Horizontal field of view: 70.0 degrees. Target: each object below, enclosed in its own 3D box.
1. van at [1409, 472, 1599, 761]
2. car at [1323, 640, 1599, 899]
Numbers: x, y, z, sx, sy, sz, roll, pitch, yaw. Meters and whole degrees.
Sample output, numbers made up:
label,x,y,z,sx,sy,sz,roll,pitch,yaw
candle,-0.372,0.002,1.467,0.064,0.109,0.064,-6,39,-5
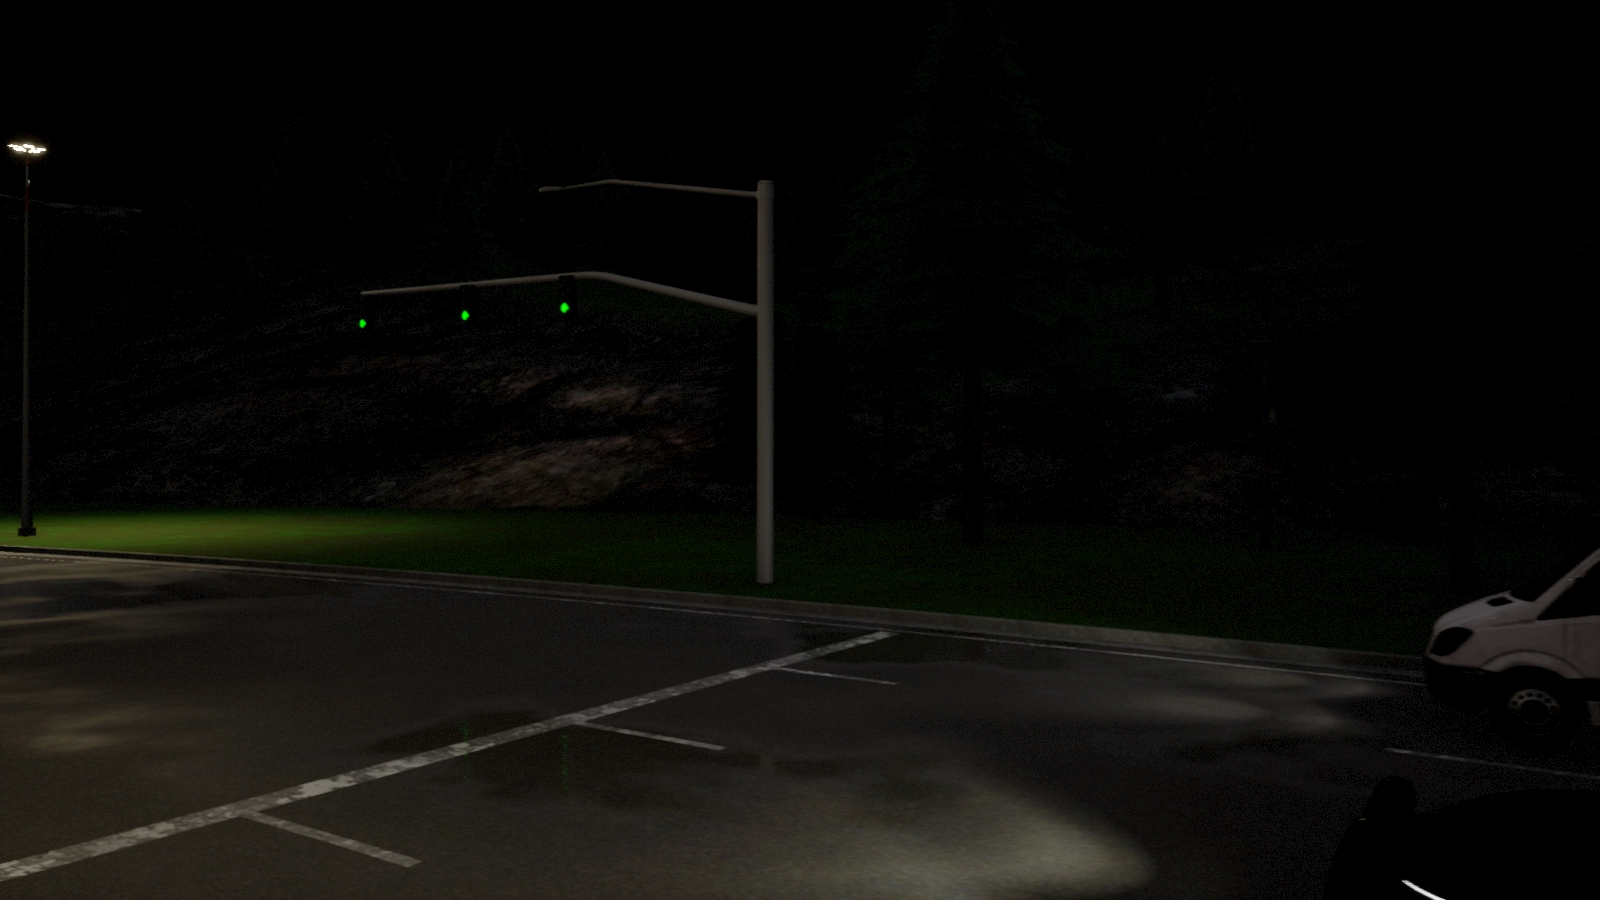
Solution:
label,x,y,z,sx,sy,sz,roll,pitch,yaw
van,8.973,1.533,10.303,5.915,2.561,1.988,0,0,36
car,5.146,1.982,4.590,5.238,1.638,2.097,0,0,35
